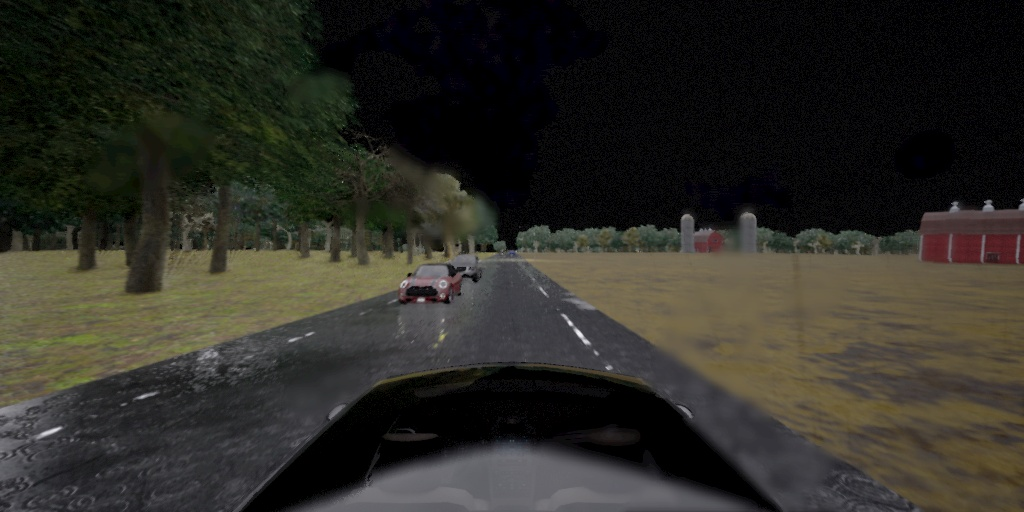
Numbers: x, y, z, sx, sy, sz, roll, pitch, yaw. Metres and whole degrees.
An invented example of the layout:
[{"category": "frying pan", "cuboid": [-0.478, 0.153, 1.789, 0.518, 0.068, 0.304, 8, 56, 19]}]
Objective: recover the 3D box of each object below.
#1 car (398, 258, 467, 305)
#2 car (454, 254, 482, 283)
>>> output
[{"category": "car", "cuboid": [-3.519, 1.112, 16.183, 2.097, 1.767, 4.553, 0, 0, 0]}, {"category": "car", "cuboid": [-3.512, 0.891, 27.547, 2.150, 2.045, 5.566, 0, 0, 0]}]
